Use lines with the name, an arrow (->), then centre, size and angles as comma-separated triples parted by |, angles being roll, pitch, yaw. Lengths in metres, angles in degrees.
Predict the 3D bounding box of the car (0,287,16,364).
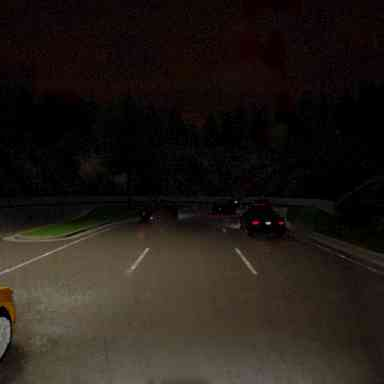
car -> -3.399, 1.478, 2.668 | 1.882, 1.535, 5.008 | 0, 0, 0

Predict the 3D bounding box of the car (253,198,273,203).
car -> 7.966, 1.505, 37.663 | 1.837, 1.490, 4.892 | 0, 0, 16

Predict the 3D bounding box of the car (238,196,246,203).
car -> 5.987, 1.352, 44.139 | 2.097, 1.767, 4.553 | 0, 0, 12

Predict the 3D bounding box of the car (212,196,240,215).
car -> 3.320, 1.477, 34.011 | 1.882, 1.535, 5.008 | 0, 0, 16

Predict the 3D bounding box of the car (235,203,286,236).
car -> 3.764, 1.547, 18.361 | 2.033, 1.411, 5.357 | 0, 0, 3

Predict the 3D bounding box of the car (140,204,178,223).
car -> -2.411, 1.600, 25.991 | 1.895, 1.301, 4.718 | 0, 0, 11
